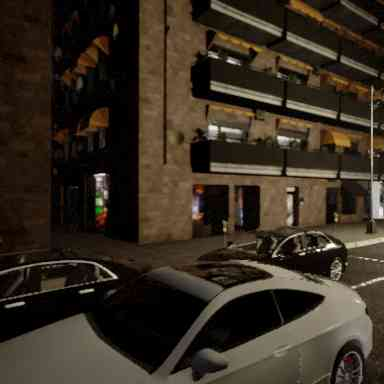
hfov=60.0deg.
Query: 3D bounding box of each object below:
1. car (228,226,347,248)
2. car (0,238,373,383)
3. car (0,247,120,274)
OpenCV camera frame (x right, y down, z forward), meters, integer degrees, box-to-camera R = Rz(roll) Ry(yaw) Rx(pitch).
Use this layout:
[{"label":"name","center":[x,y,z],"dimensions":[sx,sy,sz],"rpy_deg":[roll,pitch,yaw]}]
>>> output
[{"label":"car","center":[2.011,1.545,7.992],"dimensions":[4.403,1.369,2.008],"rpy_deg":[0,0,-35]},{"label":"car","center":[0.046,1.524,3.389],"dimensions":[4.674,1.442,1.812],"rpy_deg":[0,0,-36]},{"label":"car","center":[-2.578,1.551,4.719],"dimensions":[4.403,1.369,2.008],"rpy_deg":[0,0,-35]}]
